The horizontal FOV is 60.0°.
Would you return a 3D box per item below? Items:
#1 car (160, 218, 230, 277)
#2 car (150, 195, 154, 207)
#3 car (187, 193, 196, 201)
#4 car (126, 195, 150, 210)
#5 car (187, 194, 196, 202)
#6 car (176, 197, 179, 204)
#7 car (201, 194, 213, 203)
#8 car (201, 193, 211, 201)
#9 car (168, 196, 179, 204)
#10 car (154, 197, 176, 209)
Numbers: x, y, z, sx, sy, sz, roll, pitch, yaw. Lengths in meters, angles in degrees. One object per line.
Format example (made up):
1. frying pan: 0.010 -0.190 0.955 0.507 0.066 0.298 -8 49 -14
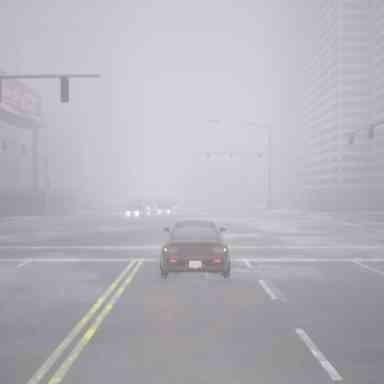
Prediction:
1. car: 0.082 1.527 10.099 1.812 1.442 4.674 0 0 0
2. car: -7.127 1.607 51.926 1.895 1.301 4.718 0 0 0
3. car: -0.068 1.193 82.472 2.097 1.767 4.553 0 0 0
4. car: -7.133 1.496 42.655 2.128 1.511 4.902 0 0 0
5. car: -0.060 1.592 72.567 1.895 1.301 4.718 0 0 0
6. car: -3.620 1.532 54.028 1.812 1.442 4.674 0 0 0
7. car: 3.440 1.523 72.187 2.128 1.511 4.902 0 0 0
8. car: 3.432 1.193 82.475 2.097 1.767 4.553 0 0 0
9. car: -3.553 1.571 64.037 1.994 1.385 4.181 0 0 0
10. car: -3.633 1.569 45.251 1.994 1.385 4.181 0 0 0
